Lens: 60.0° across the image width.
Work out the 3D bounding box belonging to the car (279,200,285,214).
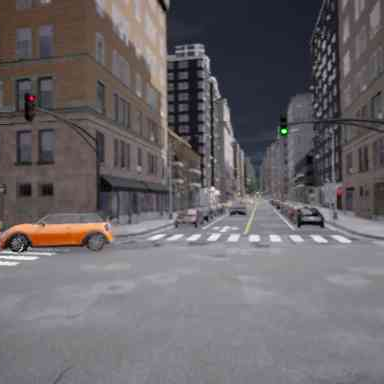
[{"bbox_3d":[10.429,1.846,34.500,2.008,1.369,4.403,0,-1,12],"label":"car"}]

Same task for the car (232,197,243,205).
[{"bbox_3d":[10.929,2.192,79.537,2.192,1.841,5.009,0,-1,12],"label":"car"}]

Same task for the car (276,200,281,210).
[{"bbox_3d":[11.536,1.894,39.918,1.887,1.381,4.507,0,-1,12],"label":"car"}]

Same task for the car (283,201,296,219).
[{"bbox_3d":[9.322,1.786,29.081,1.887,1.381,4.507,0,-1,12],"label":"car"}]

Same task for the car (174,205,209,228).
[{"bbox_3d":[-0.138,1.925,25.363,1.802,1.307,4.206,0,-1,12],"label":"car"}]

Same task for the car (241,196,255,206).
[{"bbox_3d":[12.214,2.125,71.599,1.882,1.535,5.008,-1,-1,12],"label":"car"}]

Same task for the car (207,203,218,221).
[{"bbox_3d":[0.969,1.963,30.780,1.947,1.339,4.313,0,-1,12],"label":"car"}]

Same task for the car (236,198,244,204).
[{"bbox_3d":[13.143,2.423,90.370,1.967,1.590,4.097,0,-1,12],"label":"car"}]

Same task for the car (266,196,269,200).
[{"bbox_3d":[21.499,2.267,88.686,1.967,1.590,4.097,0,-1,12],"label":"car"}]

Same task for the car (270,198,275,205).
[{"bbox_3d":[15.964,2.114,61.592,2.008,1.369,4.403,0,-1,12],"label":"car"}]

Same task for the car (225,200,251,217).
[{"bbox_3d":[5.251,1.965,37.513,2.033,1.411,5.357,-1,-1,12],"label":"car"}]

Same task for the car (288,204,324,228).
[{"bbox_3d":[8.215,1.753,23.662,1.947,1.339,4.313,0,-1,12],"label":"car"}]

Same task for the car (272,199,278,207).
[{"bbox_3d":[13.750,2.023,50.755,1.947,1.339,4.313,0,-1,12],"label":"car"}]

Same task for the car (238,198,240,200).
[{"bbox_3d":[7.610,2.284,63.283,1.947,1.339,4.313,0,-1,12],"label":"car"}]

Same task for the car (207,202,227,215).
[{"bbox_3d":[3.182,2.050,41.615,1.887,1.381,4.507,0,-1,12],"label":"car"}]

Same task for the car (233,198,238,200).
[{"bbox_3d":[6.469,2.189,57.700,1.752,1.417,4.829,0,-1,12],"label":"car"}]

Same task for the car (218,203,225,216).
[{"bbox_3d":[2.075,2.002,36.198,2.008,1.369,4.403,0,-1,12],"label":"car"}]

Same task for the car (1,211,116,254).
[{"bbox_3d":[-5.753,1.632,14.668,4.553,1.767,2.097,0,-1,-7],"label":"car"}]

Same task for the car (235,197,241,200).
[{"bbox_3d":[9.824,2.390,74.118,1.947,1.339,4.313,0,-1,12],"label":"car"}]

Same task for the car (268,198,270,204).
[{"bbox_3d":[18.178,2.234,72.429,1.947,1.339,4.313,0,-1,12],"label":"car"}]
